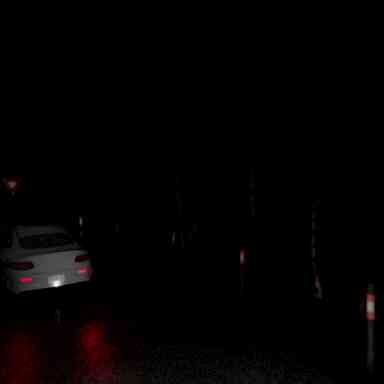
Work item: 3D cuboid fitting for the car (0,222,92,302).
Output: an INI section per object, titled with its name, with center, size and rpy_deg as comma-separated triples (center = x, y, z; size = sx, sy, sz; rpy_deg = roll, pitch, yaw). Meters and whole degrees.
[car]
center = -3.932, 1.492, 8.386
size = 1.812, 1.442, 4.674
rpy_deg = -2, 2, -34
